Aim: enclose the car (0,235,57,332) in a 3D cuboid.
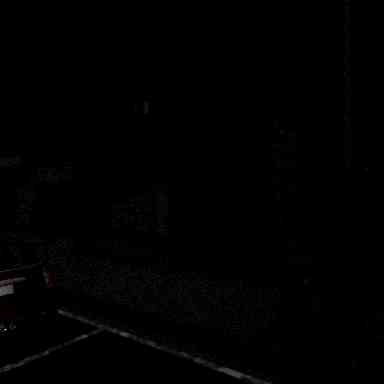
[{"bbox_3d":[-4.262,1.436,5.884,4.097,1.590,1.967,0,0,35],"label":"car"}]
